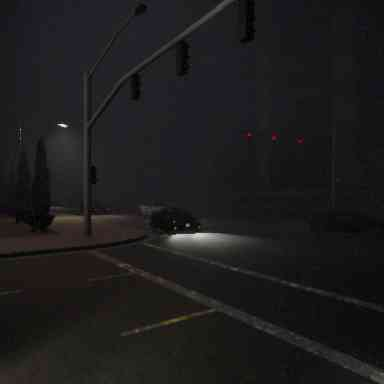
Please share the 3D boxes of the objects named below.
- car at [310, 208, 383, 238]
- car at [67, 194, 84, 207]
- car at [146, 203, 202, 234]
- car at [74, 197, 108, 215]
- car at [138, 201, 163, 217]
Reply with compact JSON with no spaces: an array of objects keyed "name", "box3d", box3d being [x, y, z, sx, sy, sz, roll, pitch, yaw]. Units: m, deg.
[{"name":"car","box3d":[8.574,1.577,17.948,4.181,1.385,1.994,0,0,31]},{"name":"car","box3d":[-17.200,1.268,50.183,2.150,2.045,5.566,0,0,-35]},{"name":"car","box3d":[-1.035,1.611,19.727,1.994,1.385,4.181,0,0,-24]},{"name":"car","box3d":[-10.094,1.551,33.841,1.837,1.490,4.892,0,0,-35]},{"name":"car","box3d":[-3.355,1.570,30.342,1.812,1.442,4.674,0,0,-35]}]
